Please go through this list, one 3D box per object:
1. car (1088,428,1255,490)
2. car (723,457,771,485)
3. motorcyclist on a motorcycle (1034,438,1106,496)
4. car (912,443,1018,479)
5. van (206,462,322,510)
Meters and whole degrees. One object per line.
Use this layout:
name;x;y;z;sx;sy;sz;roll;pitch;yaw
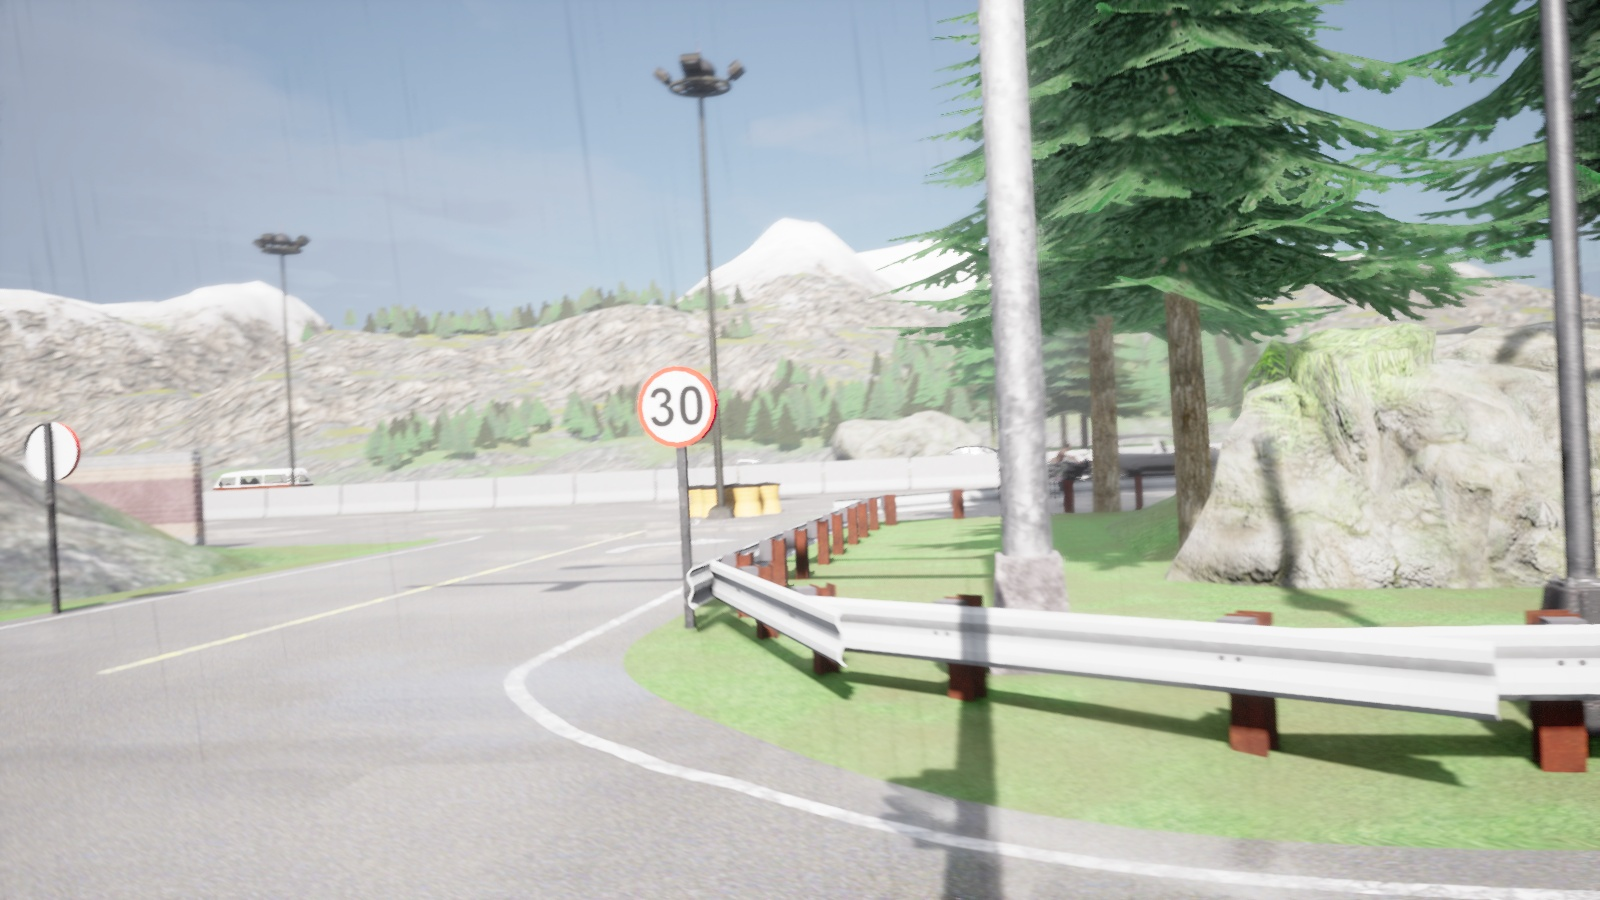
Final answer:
car;11.296;0.278;38.130;4.611;1.667;2.242;-2;0;22
car;-2.773;1.083;65.653;2.207;1.376;1.481;-2;0;9
motorcyclist on a motorcycle;8.435;0.538;39.198;2.044;1.523;0.797;-5;9;13
car;7.953;0.536;60.474;4.902;1.511;2.128;-2;0;9
van;-24.892;1.673;58.408;4.480;2.038;2.069;-2;0;9
